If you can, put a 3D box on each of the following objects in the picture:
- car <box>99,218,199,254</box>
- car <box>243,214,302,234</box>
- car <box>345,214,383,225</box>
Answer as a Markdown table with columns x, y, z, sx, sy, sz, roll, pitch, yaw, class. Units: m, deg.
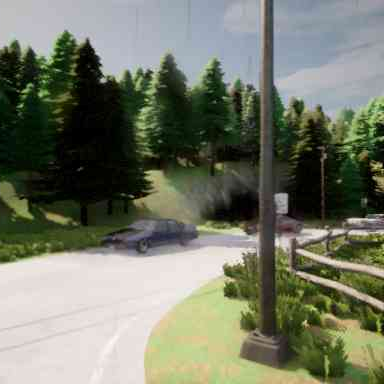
| x | y | z | sx | sy | sz | roll | pitch | yaw | class |
| --- | --- | --- | --- | --- | --- | --- | --- | --- | --- |
| -1.807 | 1.988 | 16.085 | 2.033 | 1.411 | 5.357 | -1 | -2 | 36 | car |
| 5.549 | 2.219 | 22.824 | 4.181 | 1.385 | 1.994 | 1 | -2 | -31 | car |
| 14.762 | 2.402 | 26.575 | 4.718 | 1.301 | 1.895 | 1 | -2 | -11 | car |
